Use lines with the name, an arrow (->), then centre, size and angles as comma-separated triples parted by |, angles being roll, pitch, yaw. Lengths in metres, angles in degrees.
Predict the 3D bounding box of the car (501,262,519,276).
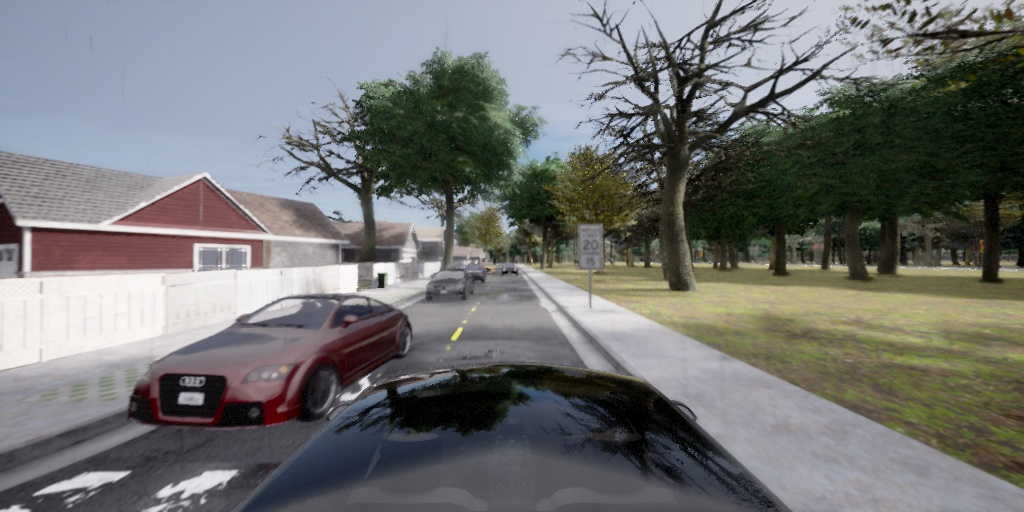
car -> -0.250, 1.521, 40.279 | 1.895, 1.301, 4.718 | 0, 0, 0

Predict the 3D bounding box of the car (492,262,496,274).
car -> -3.031, 1.485, 44.817 | 1.882, 1.535, 5.008 | 0, 0, 0

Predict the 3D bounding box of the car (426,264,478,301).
car -> -2.946, 1.312, 17.803 | 1.812, 1.442, 4.674 | 0, 0, 0

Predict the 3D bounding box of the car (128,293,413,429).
car -> -3.189, 1.324, 5.780 | 1.994, 1.385, 4.181 | 0, 0, 6

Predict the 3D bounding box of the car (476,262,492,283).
car -> -3.024, 1.396, 29.469 | 2.033, 1.411, 5.357 | 0, 0, -1
